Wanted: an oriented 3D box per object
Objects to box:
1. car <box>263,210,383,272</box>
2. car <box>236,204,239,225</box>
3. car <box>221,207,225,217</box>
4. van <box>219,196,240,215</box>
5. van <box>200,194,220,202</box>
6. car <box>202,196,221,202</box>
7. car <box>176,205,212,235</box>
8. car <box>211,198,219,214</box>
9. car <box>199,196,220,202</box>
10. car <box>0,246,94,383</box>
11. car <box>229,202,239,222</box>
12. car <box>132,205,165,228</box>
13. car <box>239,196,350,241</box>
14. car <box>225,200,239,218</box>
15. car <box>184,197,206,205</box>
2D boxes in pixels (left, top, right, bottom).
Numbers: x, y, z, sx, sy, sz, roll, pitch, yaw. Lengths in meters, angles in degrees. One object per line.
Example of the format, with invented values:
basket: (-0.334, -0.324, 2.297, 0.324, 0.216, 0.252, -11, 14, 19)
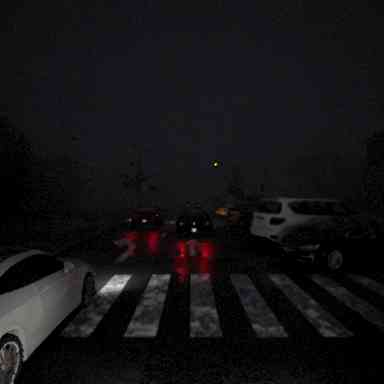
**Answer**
car: (5.083, 1.505, 10.636, 4.892, 1.521, 2.231, 1, 0, -20)
car: (5.081, 1.523, 16.602, 5.008, 1.535, 2.097, 1, 0, -20)
car: (5.103, 1.597, 25.565, 4.792, 1.488, 2.163, 1, -1, -20)
van: (4.972, 1.356, 28.493, 4.442, 1.987, 1.878, 1, 0, -20)
van: (4.988, 1.598, 83.761, 4.442, 1.987, 1.878, 1, -1, -20)
car: (5.090, 1.953, 86.776, 4.674, 1.452, 2.002, 1, -2, -20)
car: (0.106, 1.644, 18.971, 1.895, 1.301, 4.718, 0, 0, 0)
car: (4.907, 1.594, 31.450, 5.366, 1.575, 1.946, 1, 0, -20)
car: (4.923, 2.078, 92.662, 5.366, 1.575, 1.946, 1, -1, -20)
car: (-2.900, 1.527, 4.891, 1.812, 1.442, 4.674, 0, 0, 0)
car: (5.069, 1.538, 19.588, 4.892, 1.521, 2.231, 1, -1, -20)
car: (-2.893, 1.585, 22.468, 1.812, 1.442, 4.674, 0, 0, 0)
car: (5.104, 1.261, 13.638, 5.566, 2.045, 2.435, 1, 0, -20)
car: (5.251, 1.551, 22.635, 5.366, 1.575, 1.946, 1, -1, -20)
car: (0.110, 1.631, 36.896, 2.128, 1.511, 4.902, 0, 0, 0)
